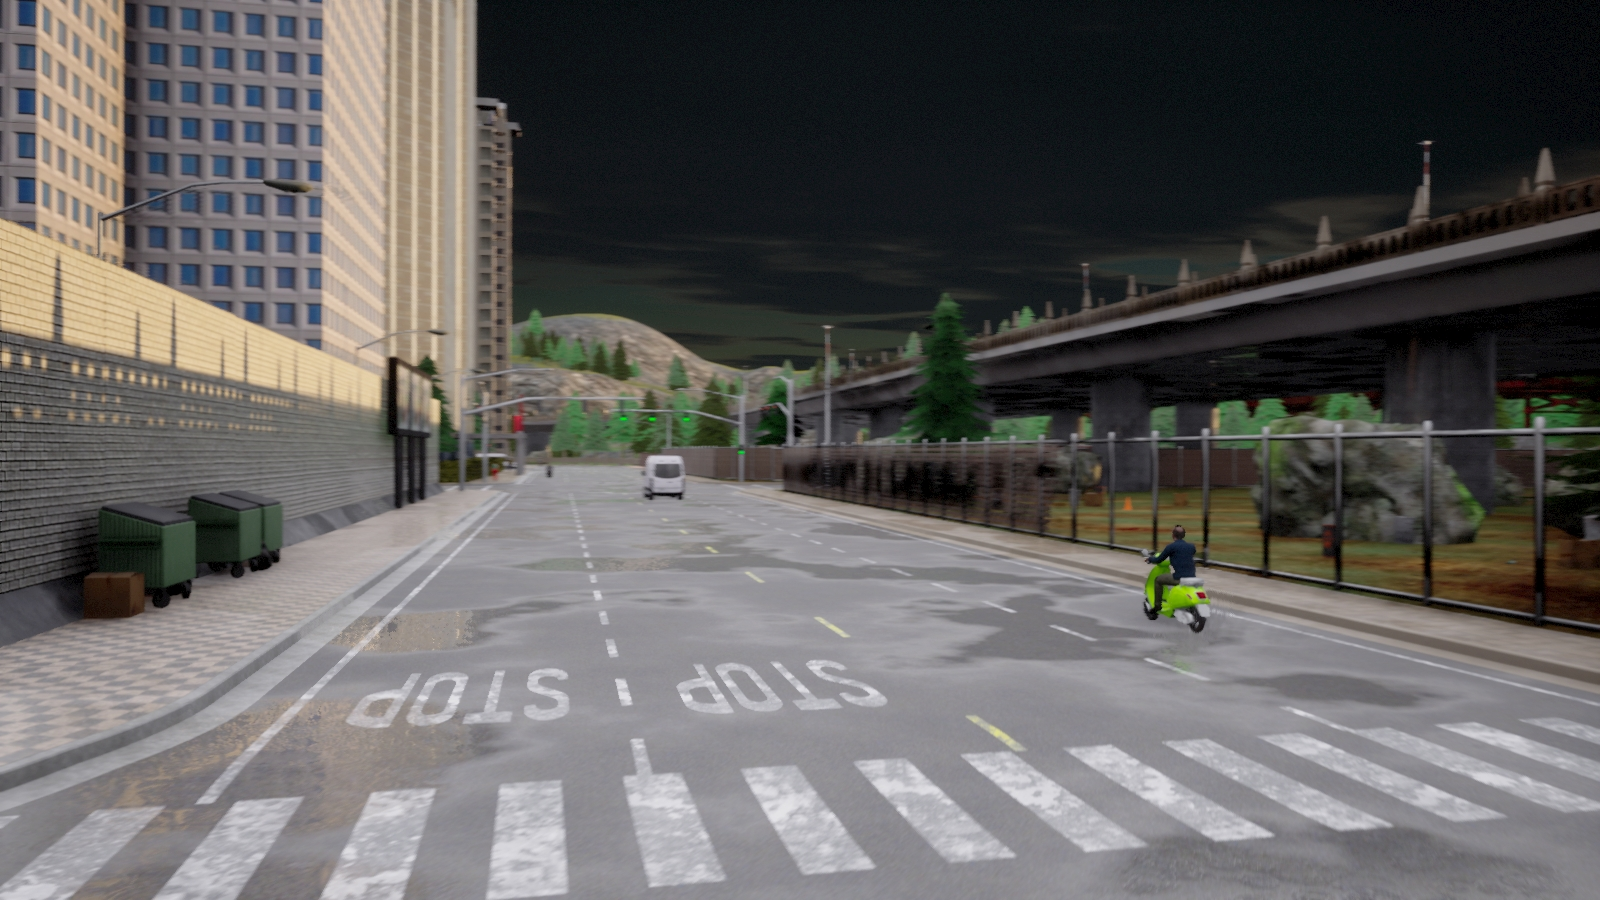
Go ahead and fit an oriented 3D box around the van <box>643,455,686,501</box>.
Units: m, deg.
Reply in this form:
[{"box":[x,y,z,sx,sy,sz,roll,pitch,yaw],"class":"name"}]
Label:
[{"box":[-8.074,1.604,67.465,1.988,2.561,5.915,0,0,-12],"class":"van"}]
